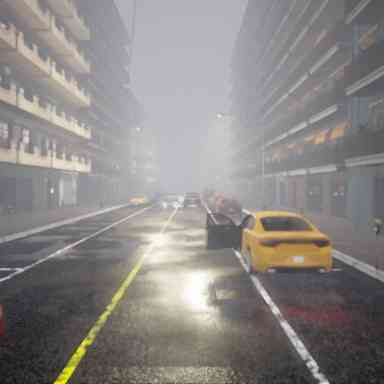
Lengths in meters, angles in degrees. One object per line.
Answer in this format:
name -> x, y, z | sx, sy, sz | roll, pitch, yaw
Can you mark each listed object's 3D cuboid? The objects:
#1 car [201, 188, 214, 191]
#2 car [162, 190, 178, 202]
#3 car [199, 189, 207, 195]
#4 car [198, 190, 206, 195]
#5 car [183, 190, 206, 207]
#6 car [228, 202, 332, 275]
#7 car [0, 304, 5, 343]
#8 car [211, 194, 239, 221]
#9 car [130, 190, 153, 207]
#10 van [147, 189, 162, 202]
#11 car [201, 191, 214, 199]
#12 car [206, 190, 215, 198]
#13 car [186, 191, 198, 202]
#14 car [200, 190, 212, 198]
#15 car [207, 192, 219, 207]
car -> 2.678, 0.339, 53.485 | 2.192, 1.841, 5.009 | 0, 1, 0
car -> -3.008, 0.708, 48.580 | 1.895, 1.301, 4.718 | 0, 1, 0
car -> 2.673, 0.001, 81.793 | 1.967, 1.590, 4.097 | 0, 1, 0
car -> 2.672, 0.039, 87.453 | 1.947, 1.339, 4.313 | 0, 1, 0
car -> 0.058, 0.822, 35.846 | 2.128, 1.511, 4.902 | 0, 1, 0
car -> 2.358, 1.288, 9.827 | 1.882, 1.535, 5.008 | 0, 1, 0
car -> -3.100, 1.567, 1.629 | 1.895, 1.301, 4.718 | 0, 1, 0
car -> 2.684, 1.070, 25.185 | 1.887, 1.381, 4.507 | 0, 1, 0
car -> -5.698, 0.845, 36.358 | 1.752, 1.417, 4.829 | 0, 1, 0
van -> -5.702, 0.460, 47.847 | 1.690, 1.788, 3.998 | 0, 1, 0
car -> 2.677, 0.480, 59.150 | 2.008, 1.369, 4.403 | 0, 1, 0
car -> 2.681, 0.840, 36.677 | 1.752, 1.417, 4.829 | 0, 1, 0
car -> 0.003, 0.618, 49.429 | 1.812, 1.442, 4.674 | 0, 1, 0
car -> 2.677, 0.386, 64.811 | 2.008, 1.369, 4.403 | 0, 1, 0
car -> 2.683, 0.965, 30.850 | 1.887, 1.381, 4.507 | 0, 1, 0
